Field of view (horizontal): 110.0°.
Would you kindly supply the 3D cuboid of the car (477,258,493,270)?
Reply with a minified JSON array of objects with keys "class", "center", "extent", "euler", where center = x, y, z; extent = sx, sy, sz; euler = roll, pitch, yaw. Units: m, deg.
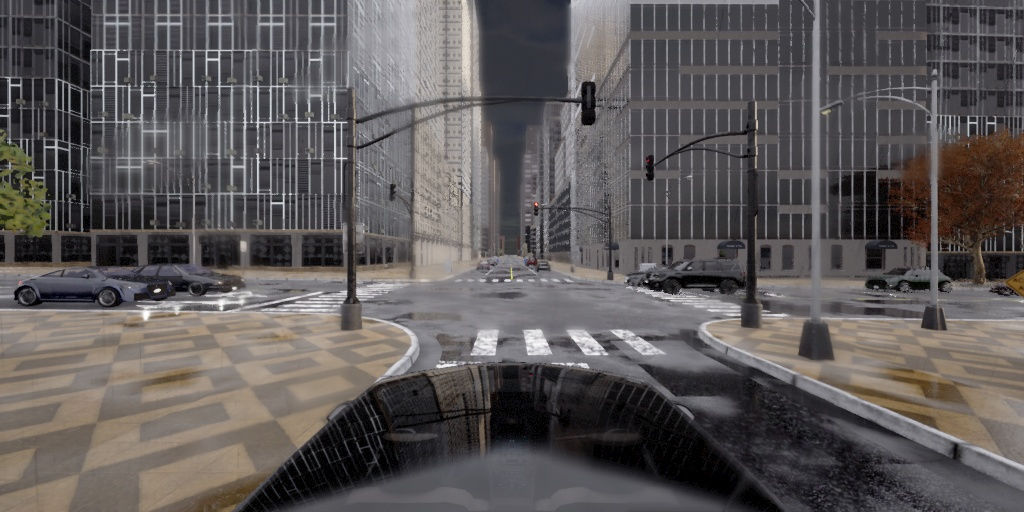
[{"class":"car","center":[-4.028,1.342,51.190],"extent":[1.802,1.307,4.207],"euler":[0,0,0]}]

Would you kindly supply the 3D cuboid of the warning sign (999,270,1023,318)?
[{"class":"warning sign","center":[17.274,1.204,11.896],"extent":[1.060,1.860,1.300],"euler":[0,0,-3]}]

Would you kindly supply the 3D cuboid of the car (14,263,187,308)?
[{"class":"car","center":[-15.079,1.063,13.147],"extent":[4.181,1.385,1.994],"euler":[1,0,-3]}]

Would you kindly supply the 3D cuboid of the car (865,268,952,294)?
[{"class":"car","center":[27.631,1.622,25.088],"extent":[4.553,1.767,2.097],"euler":[1,0,-3]}]

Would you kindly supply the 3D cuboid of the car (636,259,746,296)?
[{"class":"car","center":[10.620,1.188,21.047],"extent":[5.566,2.045,2.150],"euler":[1,0,-3]}]

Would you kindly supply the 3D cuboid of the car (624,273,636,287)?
[{"class":"car","center":[10.147,1.448,24.278],"extent":[4.902,1.511,2.128],"euler":[1,0,-3]}]

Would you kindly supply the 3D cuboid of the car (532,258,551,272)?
[{"class":"car","center":[3.925,1.329,45.698],"extent":[1.948,1.339,4.313],"euler":[0,0,0]}]

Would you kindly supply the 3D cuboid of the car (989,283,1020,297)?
[{"class":"car","center":[32.958,1.914,22.082],"extent":[5.357,1.411,2.033],"euler":[1,0,-3]}]

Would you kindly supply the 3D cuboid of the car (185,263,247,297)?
[{"class":"car","center":[-15.353,1.040,16.422],"extent":[5.357,1.411,2.033],"euler":[1,0,0]}]
